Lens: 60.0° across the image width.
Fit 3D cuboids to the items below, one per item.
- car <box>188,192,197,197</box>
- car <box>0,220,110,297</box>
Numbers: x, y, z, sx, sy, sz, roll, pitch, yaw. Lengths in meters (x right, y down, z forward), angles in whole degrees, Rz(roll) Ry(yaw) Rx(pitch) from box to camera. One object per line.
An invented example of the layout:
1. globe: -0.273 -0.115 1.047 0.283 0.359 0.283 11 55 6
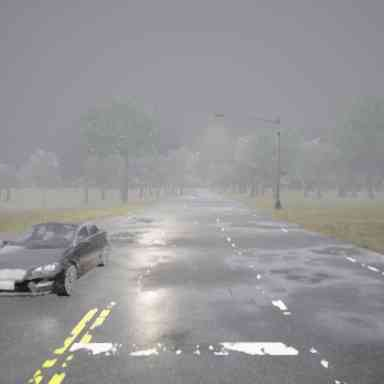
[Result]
1. car: 0.256 0.682 88.416 2.128 1.511 4.902 0 1 9
2. car: -3.506 1.530 8.706 2.128 1.511 4.902 0 -1 0
